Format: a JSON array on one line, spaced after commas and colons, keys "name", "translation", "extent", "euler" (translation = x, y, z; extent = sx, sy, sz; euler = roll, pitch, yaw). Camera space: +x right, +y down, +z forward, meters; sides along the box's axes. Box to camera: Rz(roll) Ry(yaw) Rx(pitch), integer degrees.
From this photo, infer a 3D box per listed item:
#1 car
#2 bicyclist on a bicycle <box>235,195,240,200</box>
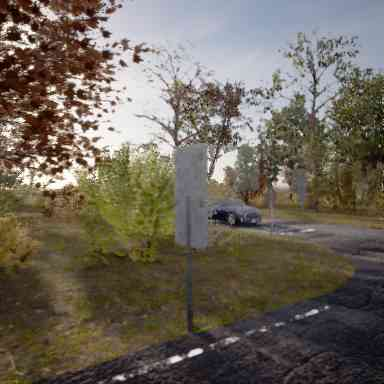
[{"name": "car", "translation": [2.484, 1.155, 22.089], "extent": [2.097, 1.767, 4.553], "euler": [-1, 1, -35]}, {"name": "bicyclist on a bicycle", "translation": [4.086, 1.105, 30.195], "extent": [1.656, 1.620, 0.582], "euler": [0, 1, -35]}]
